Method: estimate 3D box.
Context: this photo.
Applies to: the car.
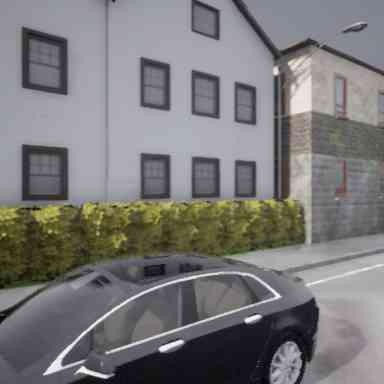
[{"bbox_3d":[-0.630,1.503,3.534,4.892,1.490,1.837,0,0,-35],"label":"car"}]
